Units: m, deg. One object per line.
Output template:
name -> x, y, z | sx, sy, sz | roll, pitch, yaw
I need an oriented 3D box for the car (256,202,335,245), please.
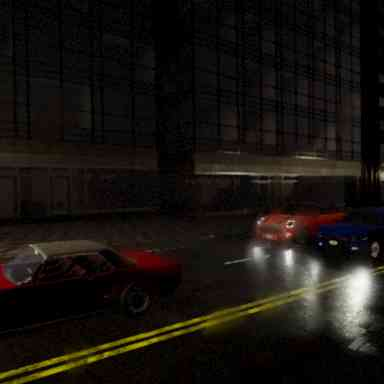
car -> 5.074, 1.278, 15.226 | 4.553, 1.767, 2.097 | 0, 0, -35

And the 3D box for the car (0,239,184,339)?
car -> -2.573, 1.594, 5.837 | 4.718, 1.301, 1.895 | 0, 0, -35

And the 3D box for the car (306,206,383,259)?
car -> 6.716, 1.406, 12.462 | 5.008, 1.535, 1.882 | 0, 0, -35
